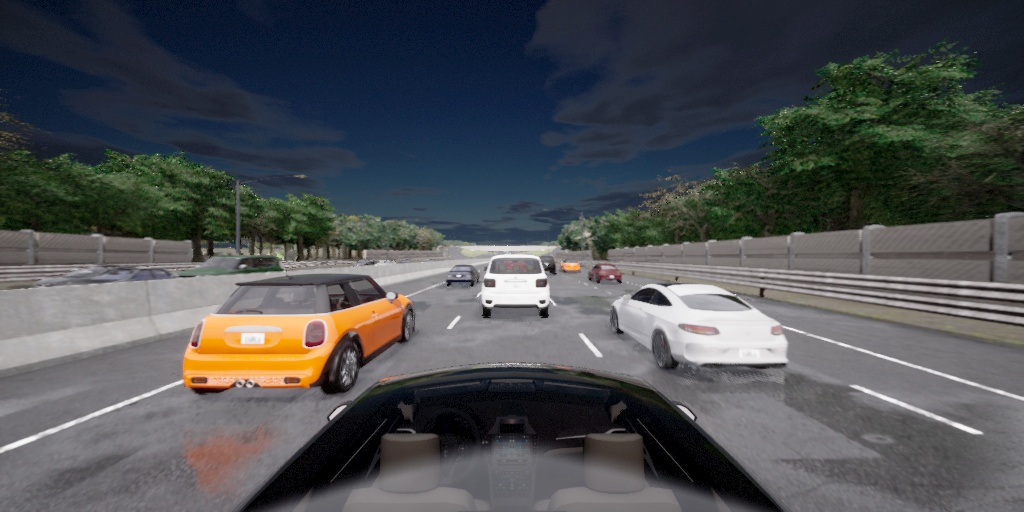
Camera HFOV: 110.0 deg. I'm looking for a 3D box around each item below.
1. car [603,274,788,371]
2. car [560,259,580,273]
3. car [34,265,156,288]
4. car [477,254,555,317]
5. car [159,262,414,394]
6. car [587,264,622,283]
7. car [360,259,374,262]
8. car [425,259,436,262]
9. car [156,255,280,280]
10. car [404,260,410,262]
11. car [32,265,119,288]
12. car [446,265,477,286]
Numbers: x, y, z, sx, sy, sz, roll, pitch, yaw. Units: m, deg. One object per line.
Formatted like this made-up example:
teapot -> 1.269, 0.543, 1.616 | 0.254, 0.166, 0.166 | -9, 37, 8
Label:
car -> 3.505, 1.277, 7.595 | 1.812, 1.442, 4.674 | 0, 0, 0
car -> 7.283, 1.164, 45.474 | 2.097, 1.767, 4.553 | 0, 0, 1
car -> -17.575, 1.303, 16.703 | 2.033, 1.411, 5.357 | 0, 0, 0
car -> 0.116, 0.976, 13.278 | 2.150, 2.045, 5.566 | 0, 0, 0
car -> -3.394, 1.102, 6.825 | 2.097, 1.767, 4.553 | 0, 0, 0
car -> 7.088, 1.299, 27.582 | 1.812, 1.442, 4.674 | 0, 0, 1
car -> -24.189, 1.326, 59.194 | 2.128, 1.511, 4.902 | 0, 0, 1
car -> -13.690, 1.339, 59.781 | 1.837, 1.490, 4.892 | 0, 0, 1
car -> -14.069, 0.978, 18.145 | 2.150, 2.045, 5.566 | 0, 0, 0
car -> -17.209, 1.396, 58.485 | 1.994, 1.385, 4.181 | 0, 0, 1
car -> -21.065, 1.261, 18.500 | 1.837, 1.490, 4.892 | 0, 0, 0
car -> -3.343, 1.315, 25.090 | 2.033, 1.411, 5.357 | 0, 0, 0
